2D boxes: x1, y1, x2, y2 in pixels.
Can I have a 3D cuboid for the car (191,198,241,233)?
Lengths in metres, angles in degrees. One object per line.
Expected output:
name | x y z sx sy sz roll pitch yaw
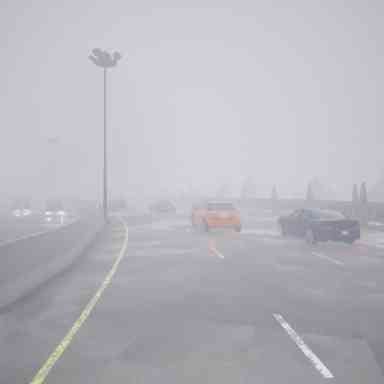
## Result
car | 1.321 1.352 20.120 2.097 1.767 4.553 0 0 -11

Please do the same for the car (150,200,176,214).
car | -3.226 1.563 35.933 1.994 1.385 4.181 0 0 -21

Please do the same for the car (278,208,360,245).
car | 5.695 1.477 15.629 1.882 1.535 5.008 0 0 -8

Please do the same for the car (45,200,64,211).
car | -16.869 1.600 40.789 1.895 1.301 4.718 0 0 -27

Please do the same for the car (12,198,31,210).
car | -22.077 1.491 43.100 2.128 1.511 4.902 0 0 -29

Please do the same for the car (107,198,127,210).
car | -9.564 1.491 41.984 2.128 1.511 4.902 0 0 -24

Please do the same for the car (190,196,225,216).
car | 1.444 1.352 33.186 2.097 1.767 4.553 0 0 -18
